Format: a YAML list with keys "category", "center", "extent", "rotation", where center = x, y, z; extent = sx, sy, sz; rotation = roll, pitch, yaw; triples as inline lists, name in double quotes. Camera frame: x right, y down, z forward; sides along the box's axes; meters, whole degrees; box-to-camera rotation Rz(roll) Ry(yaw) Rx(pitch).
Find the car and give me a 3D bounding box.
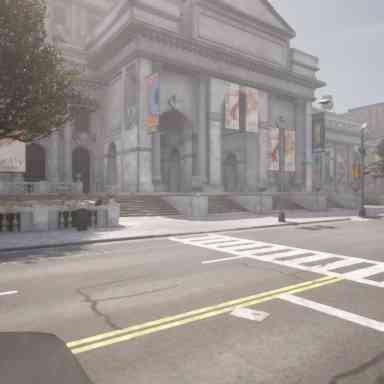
- category: "car"
  center: [-3.134, 1.547, 1.526]
  extent: [5.357, 1.411, 2.033]
  rotation: [0, 0, -35]
